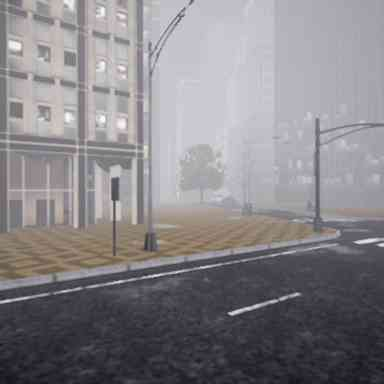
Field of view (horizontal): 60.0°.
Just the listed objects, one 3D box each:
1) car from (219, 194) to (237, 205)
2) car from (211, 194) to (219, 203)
[{"bbox_3d":[7.112,1.640,64.015,2.097,1.767,4.553,0,0,-7],"label":"car"},{"bbox_3d":[5.697,1.481,74.129,2.150,2.045,5.566,0,0,-8],"label":"car"}]
